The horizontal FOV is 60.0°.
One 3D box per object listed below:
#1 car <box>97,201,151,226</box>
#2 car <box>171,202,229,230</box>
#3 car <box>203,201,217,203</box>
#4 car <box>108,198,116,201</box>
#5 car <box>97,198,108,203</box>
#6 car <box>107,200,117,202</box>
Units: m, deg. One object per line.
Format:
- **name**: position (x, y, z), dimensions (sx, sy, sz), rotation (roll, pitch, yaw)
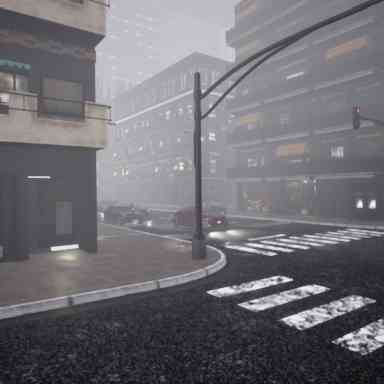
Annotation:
- **car**: position (-5.140, 1.630, 24.571), dimensions (1.947, 1.339, 4.313), rotation (-1, 1, -36)
- **car**: position (0.412, 1.592, 21.124), dimensions (1.994, 1.385, 4.181), rotation (-1, 1, -36)
- **car**: position (1.234, 1.510, 29.204), dimensions (2.008, 1.369, 4.403), rotation (-1, 1, -36)
- **car**: position (-11.891, 1.517, 47.264), dimensions (1.887, 1.381, 4.507), rotation (-1, 1, -36)
- **car**: position (-11.603, 1.545, 37.676), dimensions (1.837, 1.490, 4.892), rotation (-1, 1, -36)
- **car**: position (-5.492, 1.635, 29.253), dimensions (1.895, 1.301, 4.718), rotation (-1, 1, -36)
